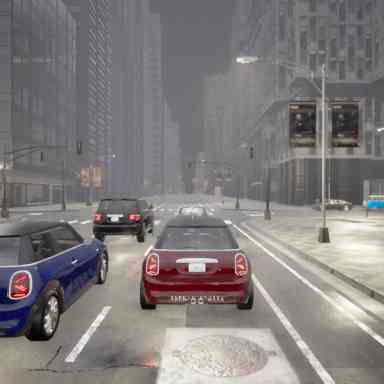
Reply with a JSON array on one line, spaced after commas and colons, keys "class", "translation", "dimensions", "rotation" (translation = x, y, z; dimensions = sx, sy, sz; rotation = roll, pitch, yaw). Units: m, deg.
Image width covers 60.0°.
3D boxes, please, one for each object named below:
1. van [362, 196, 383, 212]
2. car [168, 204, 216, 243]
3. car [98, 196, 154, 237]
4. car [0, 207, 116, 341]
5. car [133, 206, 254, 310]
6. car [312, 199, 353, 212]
[{"class": "van", "translation": [21.423, 1.292, 37.565], "dimensions": [3.998, 1.788, 1.690], "rotation": [0, 0, 0]}, {"class": "car", "translation": [0.057, 1.491, 17.166], "dimensions": [2.128, 1.511, 4.902], "rotation": [0, 0, 2]}, {"class": "car", "translation": [-3.181, 1.222, 16.372], "dimensions": [2.150, 2.045, 5.566], "rotation": [0, 0, 0]}, {"class": "car", "translation": [-3.163, 1.352, 6.660], "dimensions": [2.097, 1.767, 4.553], "rotation": [0, 0, 0]}, {"class": "car", "translation": [0.085, 1.352, 7.979], "dimensions": [2.097, 1.767, 4.553], "rotation": [0, 0, 0]}, {"class": "car", "translation": [15.805, 1.513, 37.579], "dimensions": [4.403, 1.369, 2.008], "rotation": [0, 0, 0]}]
